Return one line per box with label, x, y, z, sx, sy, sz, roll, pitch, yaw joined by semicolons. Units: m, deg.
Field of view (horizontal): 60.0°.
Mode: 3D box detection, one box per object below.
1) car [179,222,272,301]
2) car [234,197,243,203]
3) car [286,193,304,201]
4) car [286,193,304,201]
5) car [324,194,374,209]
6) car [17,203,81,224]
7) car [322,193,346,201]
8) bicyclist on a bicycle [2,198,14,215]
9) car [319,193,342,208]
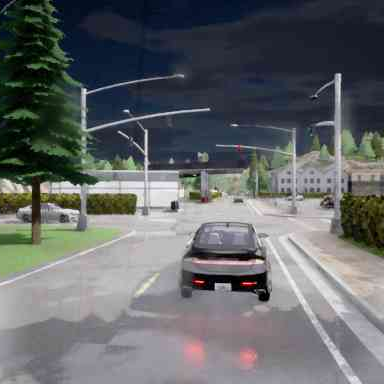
car;0.884;1.491;8.373;2.128;1.511;4.902;0;0;8
car;9.435;1.600;67.364;1.895;1.301;4.718;0;0;8
car;24.424;1.076;78.846;3.866;1.878;1.905;0;0;8
car;23.359;1.360;75.638;3.806;1.475;1.970;0;0;8
car;18.287;1.339;38.589;4.514;1.523;2.007;0;0;8
car;-10.378;1.526;24.351;4.674;1.442;1.812;0;0;7
car;31.762;1.097;74.502;4.605;1.855;1.932;0;0;8
bicyclist on a bicycle;-17.964;1.453;32.495;0.582;1.620;1.656;0;0;7
car;18.670;1.330;41.703;5.027;1.636;2.152;0;0;8
